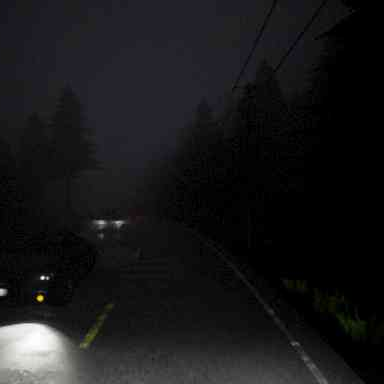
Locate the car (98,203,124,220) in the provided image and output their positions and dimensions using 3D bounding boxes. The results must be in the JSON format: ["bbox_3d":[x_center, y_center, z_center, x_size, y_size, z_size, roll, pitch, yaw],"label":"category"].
[{"bbox_3d":[-8.381,1.913,33.458,1.882,1.535,5.008,0,-1,-19],"label":"car"}]

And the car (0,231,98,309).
[{"bbox_3d":[-3.627,1.671,8.059,1.994,1.385,4.181,0,-1,-4],"label":"car"}]

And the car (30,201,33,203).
[{"bbox_3d":[-32.127,2.243,66.749,5.008,1.535,1.882,0,-1,24],"label":"car"}]

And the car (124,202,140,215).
[{"bbox_3d":[-7.945,2.037,41.956,2.128,1.511,4.902,0,-1,-23],"label":"car"}]
